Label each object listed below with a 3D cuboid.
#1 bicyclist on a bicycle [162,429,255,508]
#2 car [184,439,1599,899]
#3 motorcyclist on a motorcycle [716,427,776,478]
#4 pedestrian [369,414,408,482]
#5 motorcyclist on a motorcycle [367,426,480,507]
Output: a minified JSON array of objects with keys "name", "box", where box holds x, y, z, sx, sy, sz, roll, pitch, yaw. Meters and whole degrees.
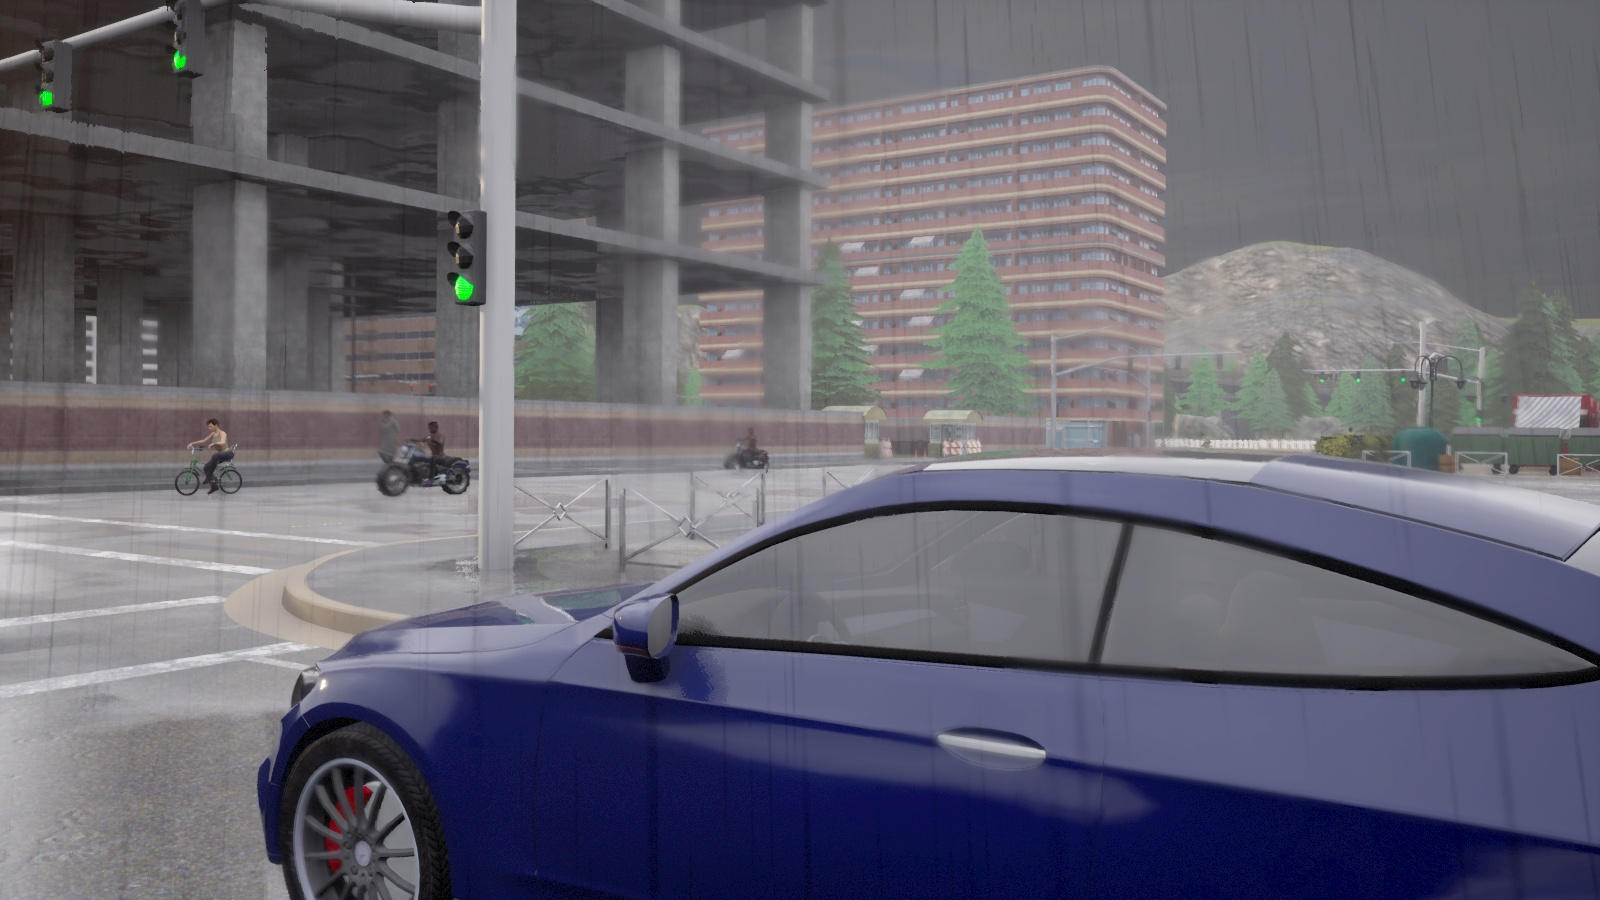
[{"name":"bicyclist on a bicycle","box":[-12.388,0.365,26.348,0.866,1.612,1.509,0,1,34]},{"name":"car","box":[0.620,0.708,3.212,4.674,1.442,1.812,0,1,34]},{"name":"motorcyclist on a motorcycle","box":[-1.802,0.064,42.415,0.766,1.649,2.350,0,1,33]},{"name":"pedestrian","box":[-11.947,-0.054,36.472,0.659,1.952,0.873,0,1,24]},{"name":"motorcyclist on a motorcycle","box":[-7.966,0.333,26.707,0.766,1.649,2.350,0,0,33]}]
